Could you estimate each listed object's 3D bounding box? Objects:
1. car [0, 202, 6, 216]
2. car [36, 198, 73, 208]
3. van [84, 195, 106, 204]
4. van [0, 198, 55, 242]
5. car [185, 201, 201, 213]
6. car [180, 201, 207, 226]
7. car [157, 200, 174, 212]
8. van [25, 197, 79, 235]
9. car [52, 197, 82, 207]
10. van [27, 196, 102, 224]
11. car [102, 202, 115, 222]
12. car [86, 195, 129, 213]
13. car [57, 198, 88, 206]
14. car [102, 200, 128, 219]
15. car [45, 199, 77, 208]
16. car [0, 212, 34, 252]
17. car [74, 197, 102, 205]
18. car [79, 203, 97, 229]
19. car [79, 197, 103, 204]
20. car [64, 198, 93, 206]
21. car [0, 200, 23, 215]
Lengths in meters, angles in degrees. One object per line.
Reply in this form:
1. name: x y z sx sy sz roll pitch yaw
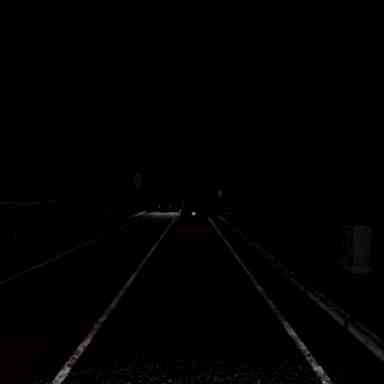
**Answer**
1. car: -22.078 1.765 34.067 4.792 1.488 2.163 0 0 0
2. car: -22.059 1.821 53.497 5.008 1.535 2.097 0 0 0
3. van: -21.965 1.706 75.700 4.442 1.987 1.878 0 0 0
4. van: -9.071 1.421 15.352 4.442 1.987 1.878 0 0 0
5. car: 0.124 1.850 42.237 1.994 1.385 4.181 0 0 0
6. car: 0.115 1.631 25.502 2.033 1.649 4.856 0 -1 0
7. car: -3.316 1.766 42.763 1.882 1.535 5.008 0 0 0
8. van: -8.840 1.438 18.153 4.442 1.987 1.878 0 0 0
9. car: -22.100 1.722 59.048 4.553 1.767 2.185 0 0 0
10. van: -9.078 1.464 23.764 4.442 1.987 1.878 0 0 0
11. car: -8.966 1.742 26.566 4.674 1.452 2.002 0 0 0
12. car: -8.939 1.475 32.174 5.566 2.045 2.435 0 0 0
13. car: -22.077 1.861 61.824 5.008 1.535 2.097 0 0 0
14. car: -8.780 1.711 29.369 5.366 1.575 1.946 0 0 0
15. car: -22.064 1.874 56.272 4.674 1.452 2.002 0 0 0
16. car: -8.982 1.659 12.547 4.792 1.488 2.163 0 0 0
17. car: -21.892 1.900 70.148 5.366 1.575 1.946 0 0 0
18. car: -8.954 1.677 20.959 5.008 1.535 2.097 0 0 0
19. car: -22.109 1.947 72.925 4.792 1.488 2.163 0 0 0
20. car: -22.067 1.876 64.599 4.892 1.521 2.231 0 0 0
21. car: -21.865 1.744 36.843 5.366 1.575 1.946 0 0 0
